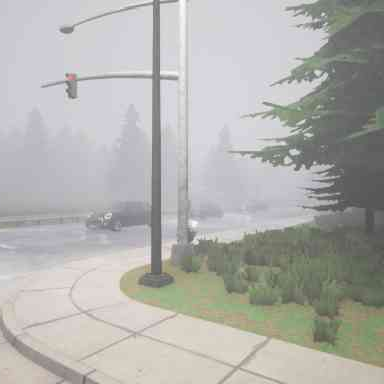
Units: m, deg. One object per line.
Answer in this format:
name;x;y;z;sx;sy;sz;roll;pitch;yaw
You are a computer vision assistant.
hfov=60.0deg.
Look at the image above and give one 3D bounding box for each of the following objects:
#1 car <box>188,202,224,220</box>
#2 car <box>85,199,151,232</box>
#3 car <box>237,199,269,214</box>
car;0.906;1.537;27.613;1.994;1.385;4.181;0;0;36
car;-4.189;1.325;20.242;2.097;1.767;4.553;0;0;34
car;6.593;1.464;35.776;2.128;1.511;4.902;0;0;36
